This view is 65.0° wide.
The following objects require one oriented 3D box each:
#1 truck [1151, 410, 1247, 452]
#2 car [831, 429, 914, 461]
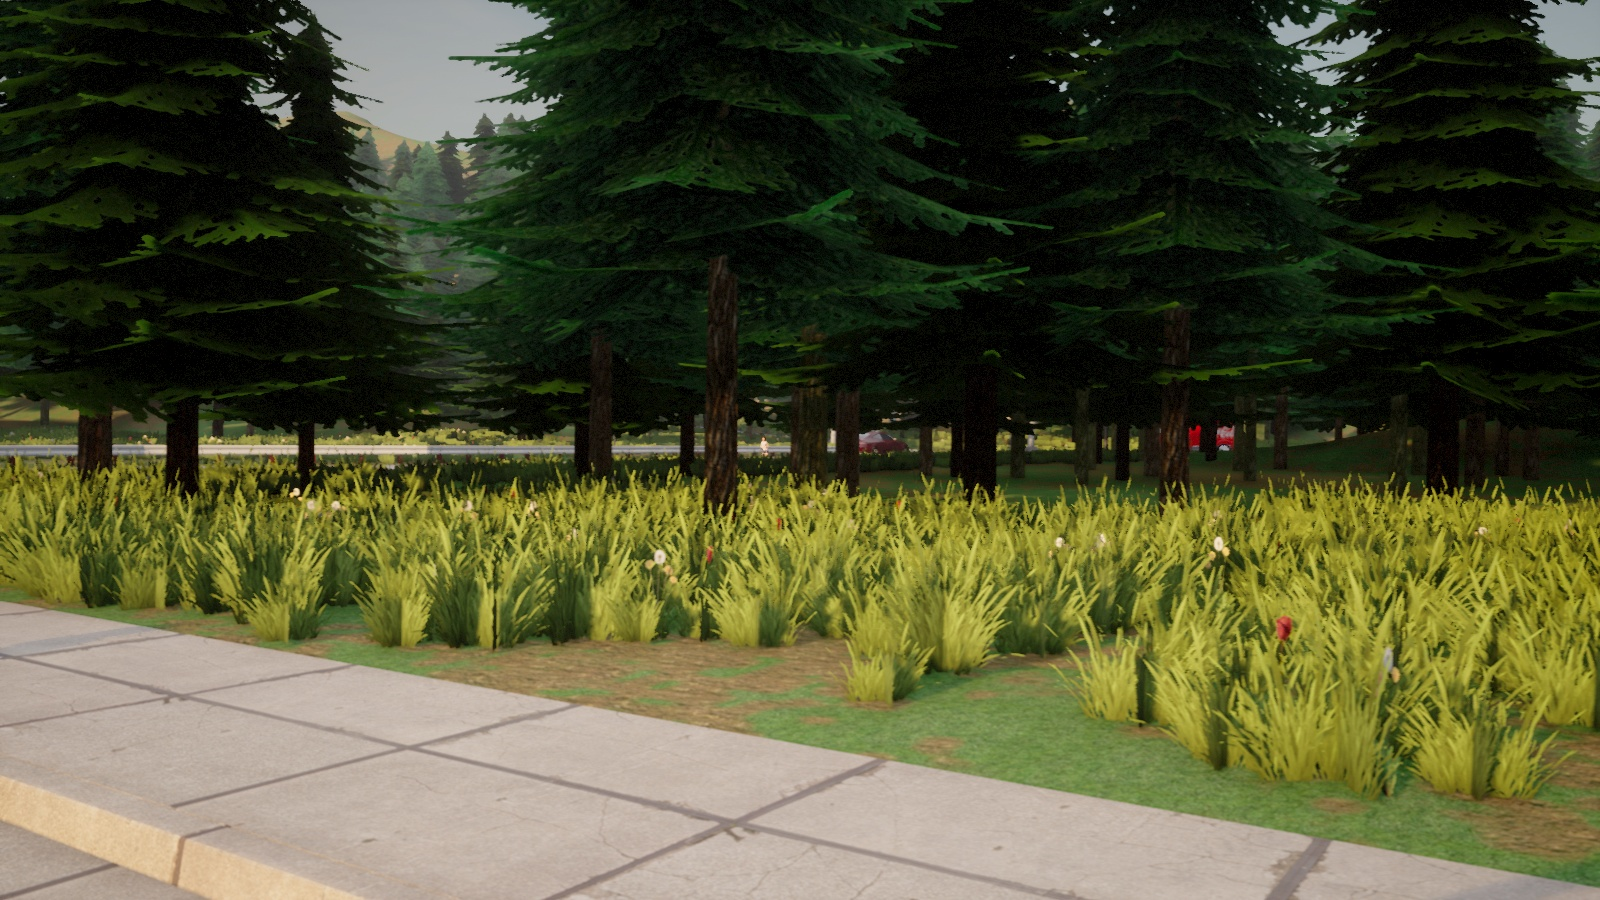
[{"bbox_3d":[25.586,-1.242,80.613,5.204,2.467,2.627,-2,1,-2],"label":"truck"},{"bbox_3d":[3.549,-0.269,60.672,1.812,1.442,4.674,0,1,35],"label":"car"}]
